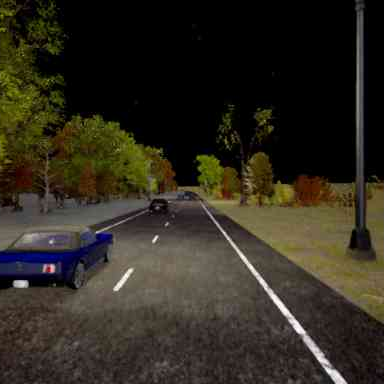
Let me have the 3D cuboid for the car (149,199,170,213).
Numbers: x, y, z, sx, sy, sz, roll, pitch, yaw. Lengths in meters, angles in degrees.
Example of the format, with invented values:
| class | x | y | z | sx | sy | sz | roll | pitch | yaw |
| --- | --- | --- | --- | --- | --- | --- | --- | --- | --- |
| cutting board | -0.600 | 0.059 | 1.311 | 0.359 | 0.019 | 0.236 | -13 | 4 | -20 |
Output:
| class | x | y | z | sx | sy | sz | roll | pitch | yaw |
| --- | --- | --- | --- | --- | --- | --- | --- | --- | --- |
| car | -3.495 | 1.450 | 36.192 | 1.882 | 1.535 | 5.008 | 0 | 0 | 0 |

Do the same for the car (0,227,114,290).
| class | x | y | z | sx | sy | sz | roll | pitch | yaw |
| --- | --- | --- | --- | --- | --- | --- | --- | --- | --- |
| car | -3.499 | 1.598 | 9.038 | 1.895 | 1.301 | 4.718 | 0 | 0 | 0 |
